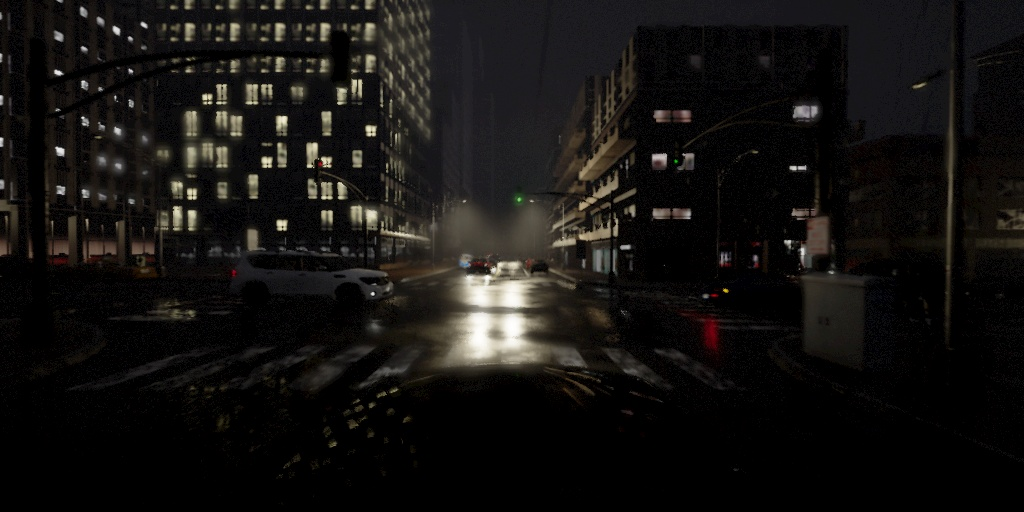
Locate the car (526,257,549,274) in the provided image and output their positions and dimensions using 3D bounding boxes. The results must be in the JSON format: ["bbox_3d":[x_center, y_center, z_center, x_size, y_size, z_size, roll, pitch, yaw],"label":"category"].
[{"bbox_3d":[2.691,1.063,35.794,1.948,1.339,4.313,0,0,0],"label":"car"}]

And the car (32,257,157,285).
[{"bbox_3d":[-22.045,0.749,19.246,4.829,1.417,1.751,0,0,-1],"label":"car"}]

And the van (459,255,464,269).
[{"bbox_3d":[-5.690,0.766,45.760,1.690,1.789,3.998,0,0,0],"label":"van"}]

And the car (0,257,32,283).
[{"bbox_3d":[-27.490,0.686,19.096,4.313,1.339,1.948,0,0,-1],"label":"car"}]

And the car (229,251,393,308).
[{"bbox_3d":[-7.468,0.854,13.624,5.566,2.045,2.150,1,1,-1],"label":"car"}]

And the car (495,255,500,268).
[{"bbox_3d":[-3.072,0.957,50.281,1.994,1.385,4.181,0,0,0],"label":"car"}]

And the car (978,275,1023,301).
[{"bbox_3d":[27.058,1.707,19.719,4.313,1.339,1.948,0,0,-1],"label":"car"}]

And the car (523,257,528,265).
[{"bbox_3d":[2.690,0.970,45.761,1.888,1.381,4.507,0,0,0],"label":"car"}]

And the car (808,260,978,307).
[{"bbox_3d":[17.814,1.216,17.001,5.566,2.045,2.150,1,1,-1],"label":"car"}]

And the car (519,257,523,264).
[{"bbox_3d":[2.691,0.854,62.724,2.007,1.370,4.403,0,0,0],"label":"car"}]

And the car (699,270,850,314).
[{"bbox_3d":[9.743,1.402,13.822,4.674,1.442,1.812,1,1,-1],"label":"car"}]

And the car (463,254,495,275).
[{"bbox_3d":[-3.090,0.860,34.387,2.097,1.767,4.553,0,0,0],"label":"car"}]

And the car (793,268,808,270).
[{"bbox_3d":[16.012,1.374,19.593,4.097,1.591,1.967,0,0,-1],"label":"car"}]
